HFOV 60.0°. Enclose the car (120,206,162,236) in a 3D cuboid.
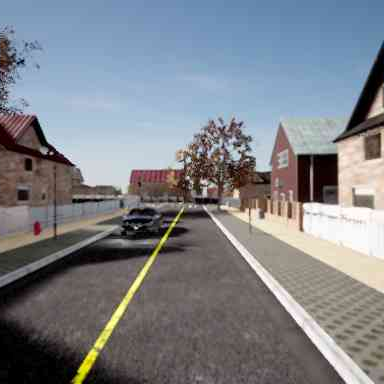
[{"bbox_3d":[-2.783,1.583,19.058,1.837,1.490,4.892,0,-1,1],"label":"car"}]
